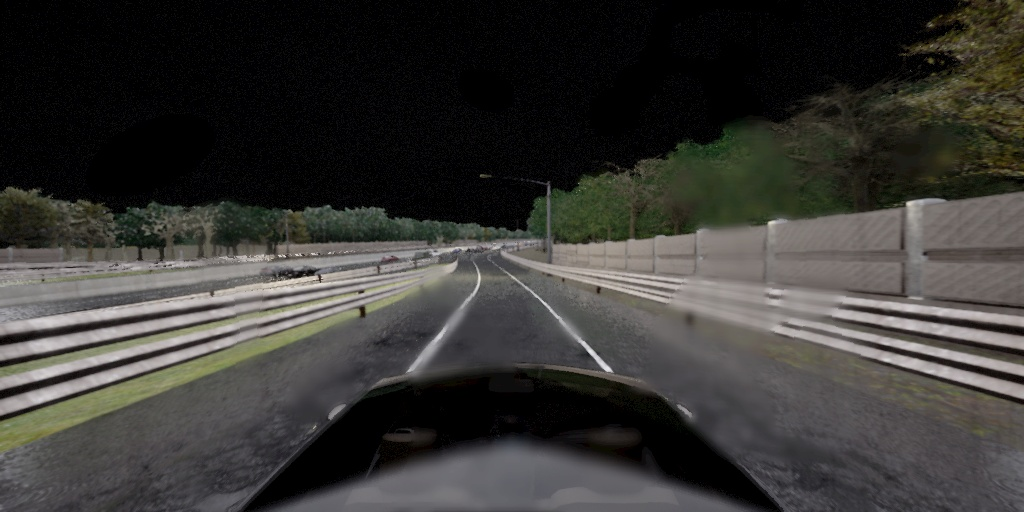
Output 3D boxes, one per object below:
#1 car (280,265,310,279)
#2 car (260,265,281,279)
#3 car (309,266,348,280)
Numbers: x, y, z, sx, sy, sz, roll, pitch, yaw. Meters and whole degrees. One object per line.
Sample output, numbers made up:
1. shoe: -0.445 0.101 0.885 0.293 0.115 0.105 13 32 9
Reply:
1. car: -25.008 1.883 43.582 1.882 1.535 5.008 0 3 11
2. car: -28.449 1.884 44.221 2.128 1.511 4.902 0 3 11
3. car: -21.569 1.986 42.936 1.994 1.385 4.181 0 3 11
